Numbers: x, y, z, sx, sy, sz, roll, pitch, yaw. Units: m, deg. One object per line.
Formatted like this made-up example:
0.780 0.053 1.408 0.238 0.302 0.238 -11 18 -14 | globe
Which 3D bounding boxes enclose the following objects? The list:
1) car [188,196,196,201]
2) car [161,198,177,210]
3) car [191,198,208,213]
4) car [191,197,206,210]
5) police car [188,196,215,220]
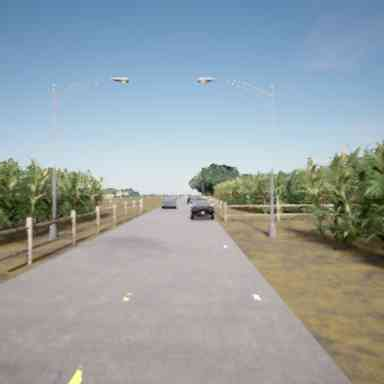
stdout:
-0.022 1.510 78.208 1.895 1.301 4.718 0 0 0 | car
-2.851 1.488 42.399 2.033 1.411 5.357 0 0 0 | car
0.814 1.447 37.765 1.837 1.490 4.892 0 0 0 | car
0.812 1.418 43.766 1.882 1.535 5.008 0 0 0 | car
0.817 1.376 27.872 1.930 1.638 5.238 0 0 0 | police car
